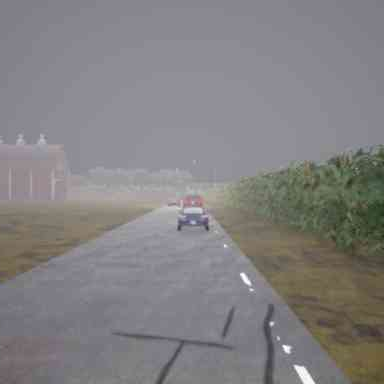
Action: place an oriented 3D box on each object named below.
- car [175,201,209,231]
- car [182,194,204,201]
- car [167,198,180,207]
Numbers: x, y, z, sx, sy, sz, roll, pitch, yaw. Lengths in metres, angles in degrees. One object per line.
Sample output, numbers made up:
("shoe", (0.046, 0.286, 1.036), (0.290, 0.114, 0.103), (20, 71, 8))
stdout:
("car", (0.095, 1.503, 20.499), (1.812, 1.442, 4.674), (0, 0, 1))
("car", (0.073, 1.220, 36.141), (2.150, 2.045, 5.566), (0, 0, -1))
("car", (-2.811, 1.685, 52.281), (1.994, 1.385, 4.181), (0, -1, 0))
